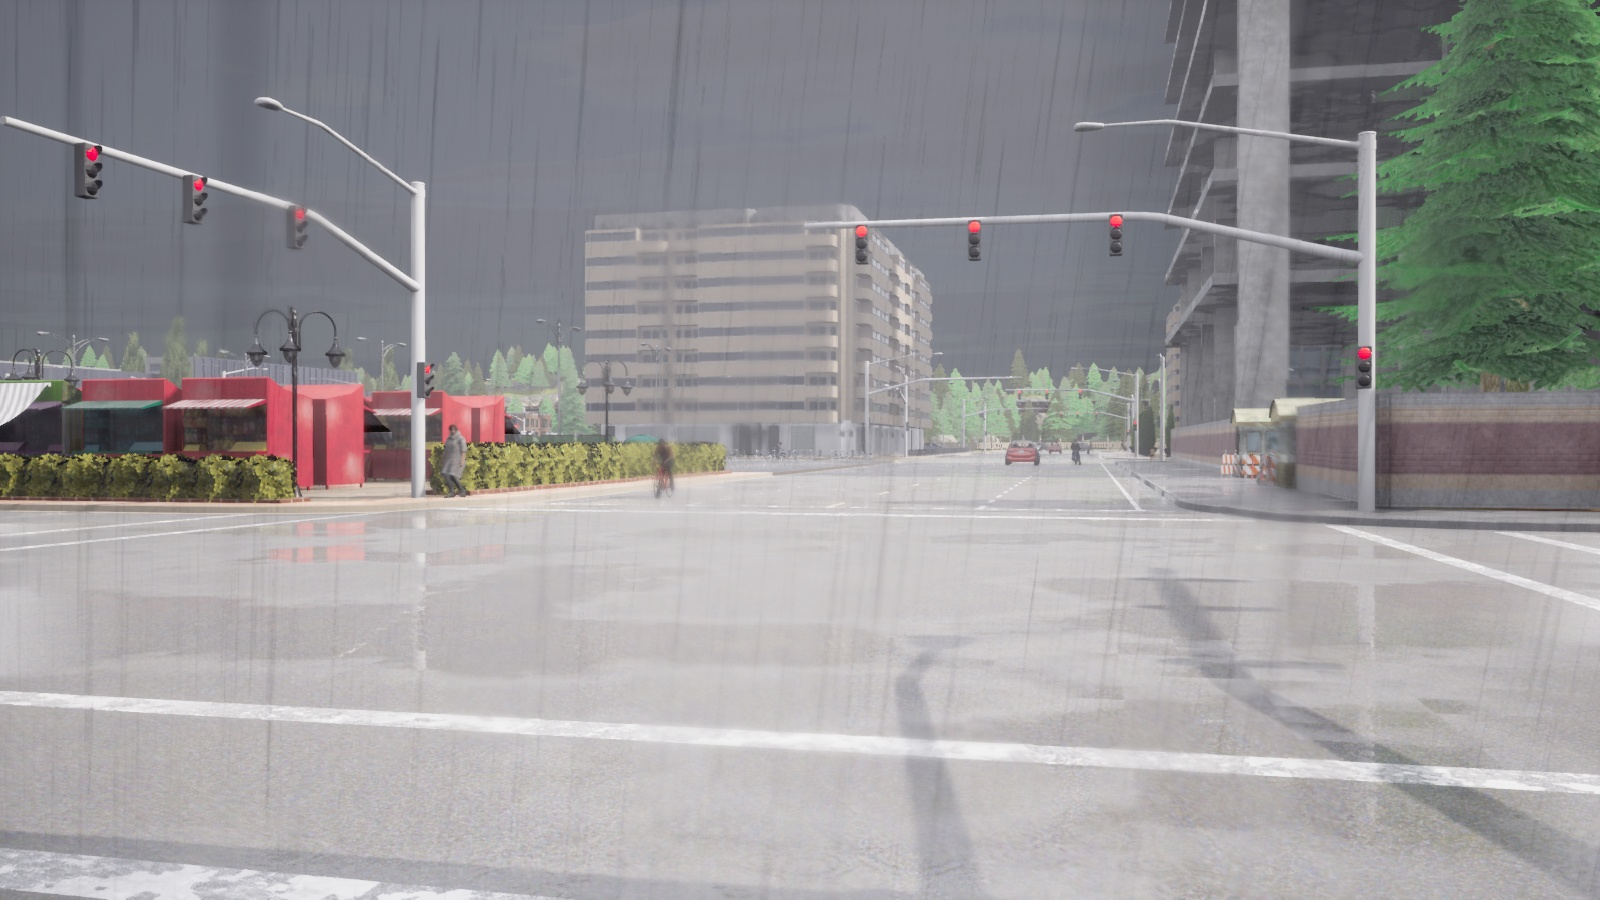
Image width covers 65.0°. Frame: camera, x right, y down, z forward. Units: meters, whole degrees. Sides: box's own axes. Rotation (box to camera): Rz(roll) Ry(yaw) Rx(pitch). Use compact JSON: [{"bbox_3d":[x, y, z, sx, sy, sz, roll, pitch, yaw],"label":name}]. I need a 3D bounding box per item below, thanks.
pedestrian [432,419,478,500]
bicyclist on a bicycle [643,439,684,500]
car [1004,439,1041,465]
[{"bbox_3d":[-8.442,0.220,30.749,0.659,1.952,0.873,0,0,30],"label":"pedestrian"},{"bbox_3d":[-3.670,0.505,33.890,0.582,1.620,1.656,0,1,13],"label":"bicyclist on a bicycle"},{"bbox_3d":[15.074,0.123,84.990,2.242,1.667,4.611,0,0,12],"label":"car"}]
